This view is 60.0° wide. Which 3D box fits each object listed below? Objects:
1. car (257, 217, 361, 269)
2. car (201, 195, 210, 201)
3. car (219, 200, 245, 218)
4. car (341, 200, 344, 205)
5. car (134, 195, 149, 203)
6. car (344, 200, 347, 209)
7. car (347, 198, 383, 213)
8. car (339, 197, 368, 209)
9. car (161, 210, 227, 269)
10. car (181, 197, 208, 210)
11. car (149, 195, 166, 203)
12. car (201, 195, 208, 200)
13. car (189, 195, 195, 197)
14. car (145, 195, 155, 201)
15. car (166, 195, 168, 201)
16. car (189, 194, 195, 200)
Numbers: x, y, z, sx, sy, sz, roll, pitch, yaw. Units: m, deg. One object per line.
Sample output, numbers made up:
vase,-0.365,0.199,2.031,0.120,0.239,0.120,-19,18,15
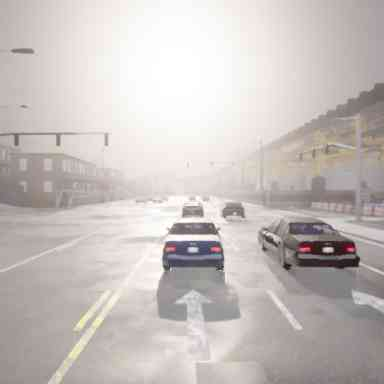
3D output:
car,3.546,1.549,11.125,2.033,1.411,5.357,0,0,0
car,3.506,1.603,82.669,1.895,1.301,4.718,0,0,0
car,3.572,1.510,29.957,1.837,1.490,4.892,0,1,0
car,19.437,1.456,40.010,2.038,1.542,4.974,0,0,44
car,-10.495,1.533,68.036,1.812,1.442,4.674,0,0,0
car,19.447,1.455,35.402,2.038,1.542,4.974,0,0,-36
car,19.478,1.298,35.360,1.853,1.218,4.536,0,0,-36
car,19.472,1.298,40.048,1.853,1.218,4.536,0,0,44
car,0.046,1.549,11.125,2.033,1.411,5.357,0,0,0
car,0.071,1.497,29.842,2.128,1.511,4.902,0,0,0
car,-6.995,1.550,68.112,2.033,1.411,5.357,0,0,0
car,3.507,1.495,92.943,1.837,1.490,4.892,0,0,0
car,0.006,1.534,82.318,2.033,1.411,5.357,0,0,0
car,-10.494,1.484,83.759,1.882,1.535,5.008,0,0,0
car,-6.993,1.531,83.792,2.128,1.511,4.902,0,0,0
car,0.007,1.474,92.943,1.882,1.535,5.008,0,0,0
